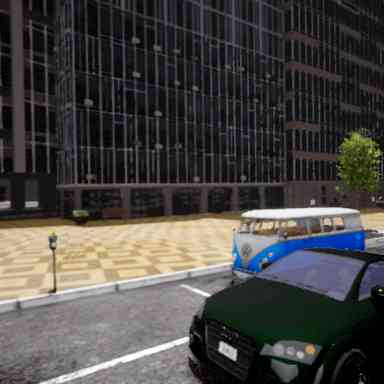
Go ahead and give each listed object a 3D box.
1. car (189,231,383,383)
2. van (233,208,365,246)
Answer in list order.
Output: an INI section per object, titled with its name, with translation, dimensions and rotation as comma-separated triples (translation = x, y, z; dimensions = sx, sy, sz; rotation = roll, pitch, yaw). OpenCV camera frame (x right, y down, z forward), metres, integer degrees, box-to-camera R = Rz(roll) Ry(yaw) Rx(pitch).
[car]
translation = 2.022, 1.552, 4.802
dimensions = 4.181, 1.385, 1.994
rotation = 0, 0, -35
[van]
translation = 2.817, 1.322, 8.589
dimensions = 3.998, 1.788, 1.690
rotation = 0, -1, -36
